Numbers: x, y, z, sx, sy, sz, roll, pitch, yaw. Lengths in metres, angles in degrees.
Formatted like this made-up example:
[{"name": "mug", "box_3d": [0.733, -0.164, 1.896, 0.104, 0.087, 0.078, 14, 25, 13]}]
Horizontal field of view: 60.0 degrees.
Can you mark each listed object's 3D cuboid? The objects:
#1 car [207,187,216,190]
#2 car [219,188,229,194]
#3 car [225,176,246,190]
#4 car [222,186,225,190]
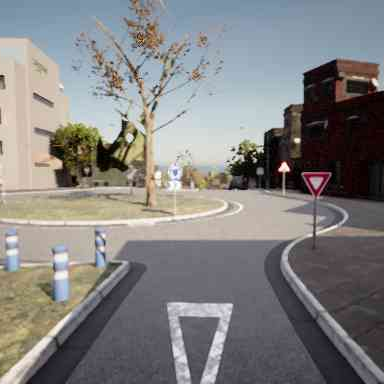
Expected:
[{"name": "car", "box_3d": [4.113, -0.385, 69.144, 1.994, 1.385, 4.181, 0, -1, 3]}, {"name": "car", "box_3d": [8.117, -0.240, 84.862, 2.128, 1.511, 4.902, 0, -1, 3]}, {"name": "car", "box_3d": [6.336, -1.187, 46.955, 2.150, 2.045, 5.566, 2, 0, 3]}, {"name": "car", "box_3d": [7.026, -0.568, 61.990, 1.812, 1.442, 4.674, 0, -1, 3]}]
